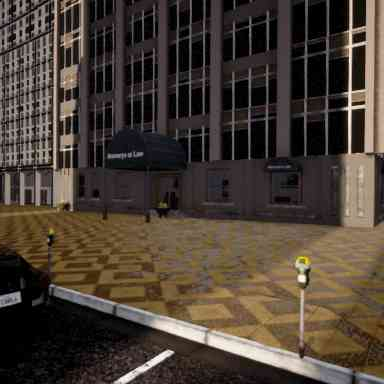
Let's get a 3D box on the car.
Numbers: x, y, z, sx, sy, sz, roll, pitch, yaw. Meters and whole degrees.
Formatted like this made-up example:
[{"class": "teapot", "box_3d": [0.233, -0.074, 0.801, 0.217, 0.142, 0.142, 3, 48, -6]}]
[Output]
[{"class": "car", "box_3d": [-4.287, 1.568, 5.938, 4.313, 1.339, 1.947, 0, 1, 36]}]
